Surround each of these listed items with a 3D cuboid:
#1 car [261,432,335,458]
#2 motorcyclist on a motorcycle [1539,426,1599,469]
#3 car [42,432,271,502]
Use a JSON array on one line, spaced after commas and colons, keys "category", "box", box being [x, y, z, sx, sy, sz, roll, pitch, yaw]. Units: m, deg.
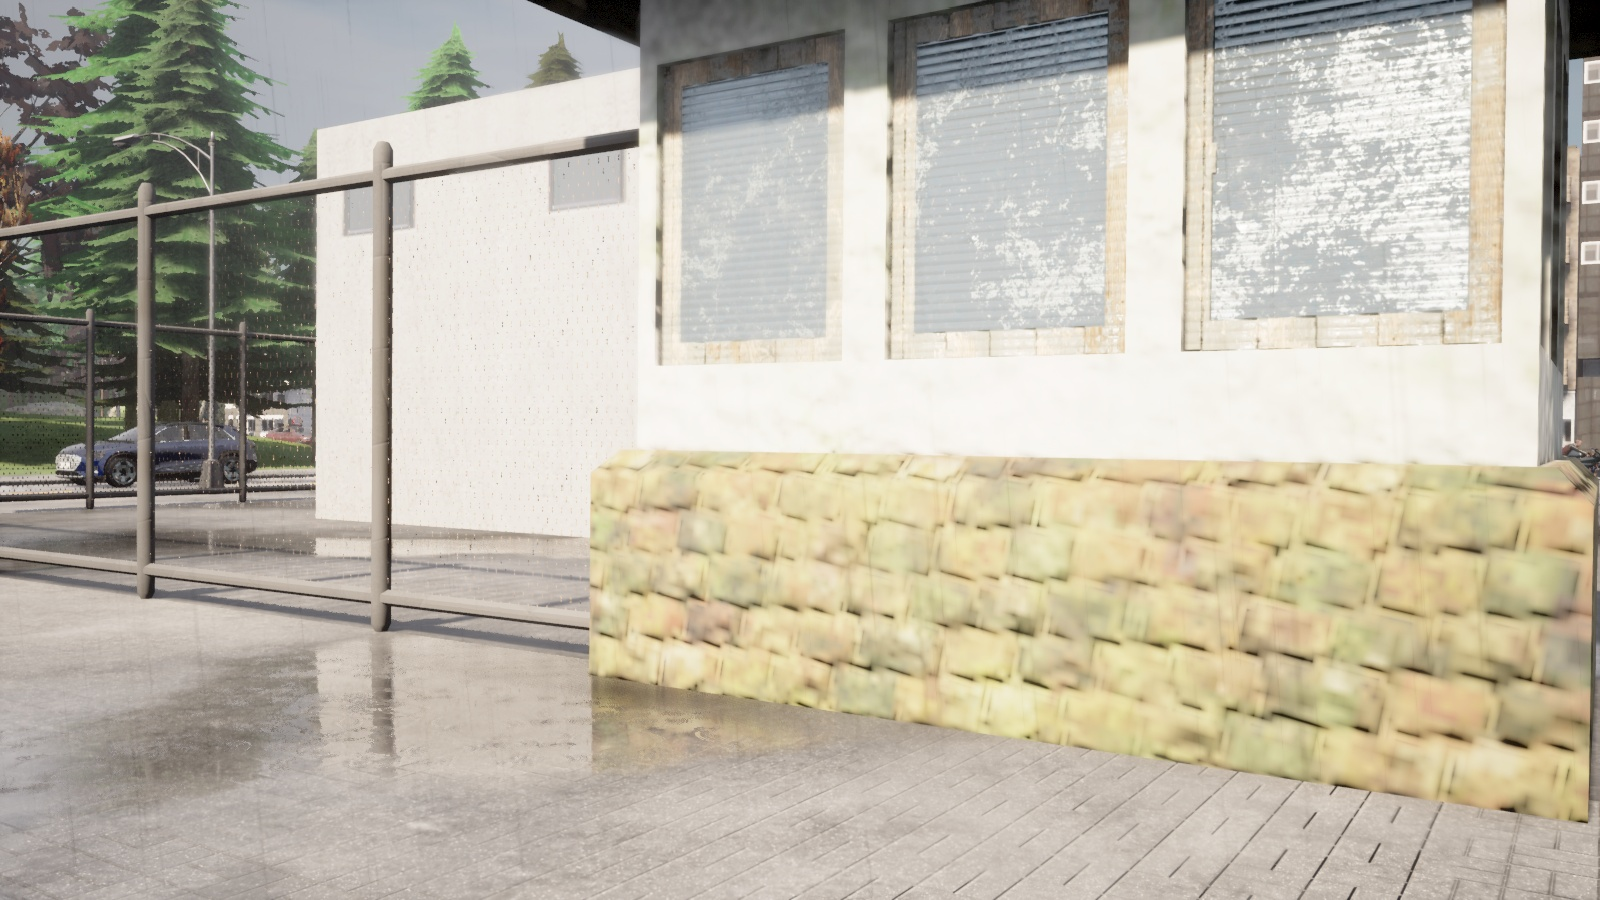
[{"category": "car", "box": [-33.961, -0.342, 84.935, 5.027, 1.651, 2.152, 0, 1, 33]}, {"category": "motorcyclist on a motorcycle", "box": [27.890, -0.103, 45.186, 2.191, 1.530, 0.866, 0, 1, 33]}, {"category": "car", "box": [-16.338, 0.370, 32.162, 2.033, 1.649, 4.856, 0, 1, 32]}]
